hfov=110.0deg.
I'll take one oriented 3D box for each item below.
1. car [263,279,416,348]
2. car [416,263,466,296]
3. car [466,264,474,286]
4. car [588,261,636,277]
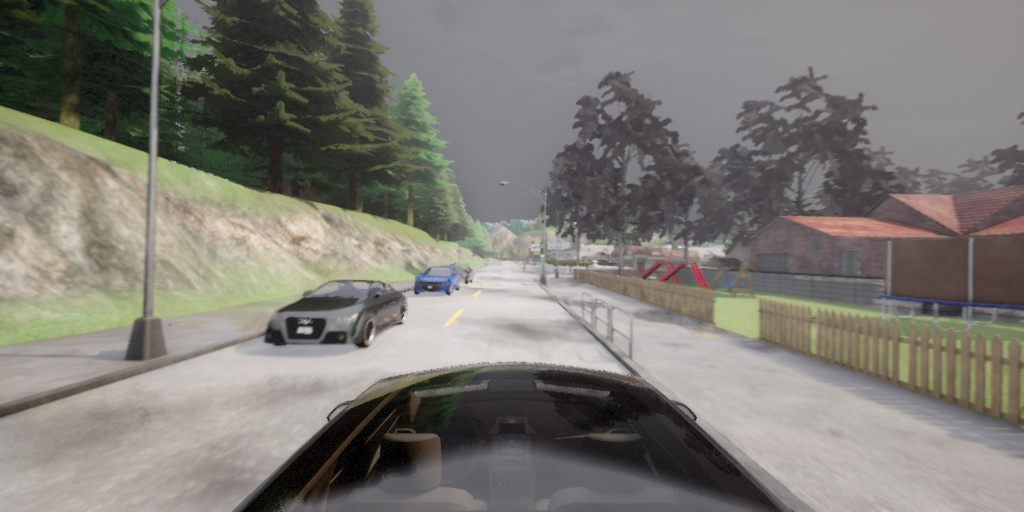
[{"bbox_3d":[-4.053,1.283,9.017,1.994,1.385,4.181,1,0,0],"label":"car"},{"bbox_3d":[-4.061,1.291,20.251,1.882,1.535,5.008,1,-1,0],"label":"car"},{"bbox_3d":[-3.987,1.314,27.189,2.128,1.511,4.902,1,0,0],"label":"car"},{"bbox_3d":[11.962,1.596,43.138,5.566,2.045,2.150,1,-1,3],"label":"car"}]
